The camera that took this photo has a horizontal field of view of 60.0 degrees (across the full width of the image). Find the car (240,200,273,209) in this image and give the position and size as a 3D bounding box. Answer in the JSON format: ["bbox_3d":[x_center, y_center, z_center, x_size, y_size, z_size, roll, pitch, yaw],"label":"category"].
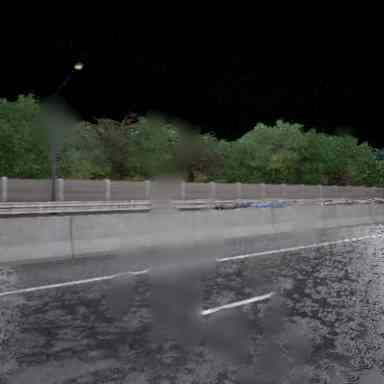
[{"bbox_3d":[7.110,1.493,30.536,5.008,1.535,1.882,0,0,-35],"label":"car"}]

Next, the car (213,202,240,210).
[{"bbox_3d":[4.384,1.614,32.896,4.718,1.301,1.895,0,0,-35],"label":"car"}]

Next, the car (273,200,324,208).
[{"bbox_3d":[9.309,1.521,27.806,4.892,1.490,1.837,0,0,-35],"label":"car"}]
